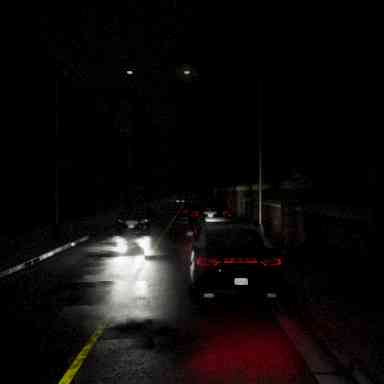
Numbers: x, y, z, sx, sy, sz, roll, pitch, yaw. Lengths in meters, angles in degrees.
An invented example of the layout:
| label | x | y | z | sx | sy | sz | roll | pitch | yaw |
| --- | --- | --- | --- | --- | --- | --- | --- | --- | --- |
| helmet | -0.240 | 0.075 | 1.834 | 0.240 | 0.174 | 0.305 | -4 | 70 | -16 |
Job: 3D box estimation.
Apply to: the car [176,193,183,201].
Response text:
| label | x | y | z | sx | sy | sz | roll | pitch | yaw |
| --- | --- | --- | --- | --- | --- | --- | --- | --- | --- |
| car | -3.058 | 1.303 | 89.622 | 2.150 | 2.045 | 5.566 | 0 | 0 | 0 |

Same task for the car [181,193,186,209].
| label | x | y | z | sx | sy | sz | roll | pitch | yaw |
| --- | --- | --- | --- | --- | --- | --- | --- | --- | --- |
| car | -0.013 | 1.378 | 45.283 | 2.097 | 1.767 | 4.553 | 0 | 0 | 0 |

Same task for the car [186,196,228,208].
| label | x | y | z | sx | sy | sz | roll | pitch | yaw |
| --- | --- | --- | --- | --- | --- | --- | --- | --- | --- |
| car | 0.888 | 1.229 | 18.563 | 2.150 | 2.045 | 5.566 | 0 | 0 | 0 |

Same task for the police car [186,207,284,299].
| label | x | y | z | sx | sy | sz | roll | pitch | yaw |
| --- | --- | --- | --- | --- | --- | --- | --- | --- | --- |
| police car | 0.894 | 1.427 | 8.644 | 1.930 | 1.638 | 5.238 | 0 | 0 | 0 |

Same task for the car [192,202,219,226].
| label | x | y | z | sx | sy | sz | roll | pitch | yaw |
| --- | --- | --- | --- | --- | --- | --- | --- | --- | --- |
| car | 0.884 | 1.533 | 24.534 | 1.812 | 1.442 | 4.674 | 0 | 0 | 0 |

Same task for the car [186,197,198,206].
| label | x | y | z | sx | sy | sz | roll | pitch | yaw |
| --- | --- | --- | --- | --- | --- | --- | --- | --- | --- |
| car | -0.039 | 1.608 | 58.539 | 1.994 | 1.385 | 4.181 | 0 | 0 | 0 |

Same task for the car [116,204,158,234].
| label | x | y | z | sx | sy | sz | roll | pitch | yaw |
| --- | --- | --- | --- | --- | --- | --- | --- | --- | --- |
| car | -3.112 | 1.496 | 19.487 | 2.128 | 1.511 | 4.902 | 0 | 0 | 0 |
